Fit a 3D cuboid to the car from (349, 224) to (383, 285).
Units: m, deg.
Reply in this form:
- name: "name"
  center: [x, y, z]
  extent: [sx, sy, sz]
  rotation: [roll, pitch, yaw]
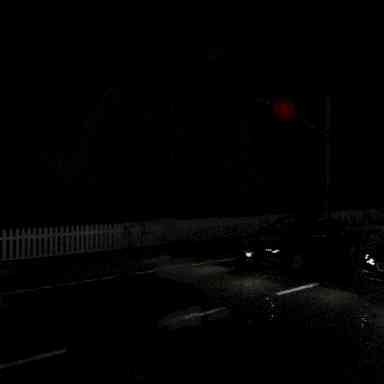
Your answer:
- name: "car"
  center: [6.255, 1.537, 8.453]
  extent: [4.892, 1.490, 1.837]
  rotation: [0, 0, -35]

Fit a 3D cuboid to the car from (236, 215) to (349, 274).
- name: "car"
  center: [3.582, 1.534, 10.846]
  extent: [4.892, 1.490, 1.837]
  rotation: [0, 0, -35]
